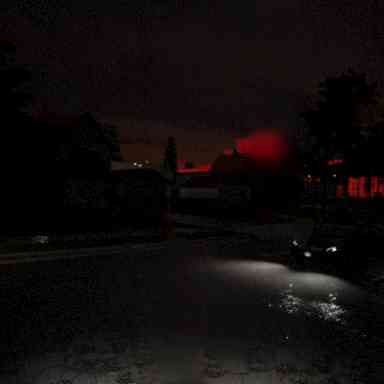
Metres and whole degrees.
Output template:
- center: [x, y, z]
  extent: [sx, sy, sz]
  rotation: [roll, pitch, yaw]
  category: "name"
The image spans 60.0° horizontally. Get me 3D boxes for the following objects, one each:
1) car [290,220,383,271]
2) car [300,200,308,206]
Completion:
- center: [5.515, 1.763, 11.997]
  extent: [4.674, 1.442, 1.812]
  rotation: [2, 0, -38]
  category: "car"
- center: [22.134, 2.205, 70.576]
  extent: [1.837, 1.490, 4.892]
  rotation: [2, 0, -36]
  category: "car"
